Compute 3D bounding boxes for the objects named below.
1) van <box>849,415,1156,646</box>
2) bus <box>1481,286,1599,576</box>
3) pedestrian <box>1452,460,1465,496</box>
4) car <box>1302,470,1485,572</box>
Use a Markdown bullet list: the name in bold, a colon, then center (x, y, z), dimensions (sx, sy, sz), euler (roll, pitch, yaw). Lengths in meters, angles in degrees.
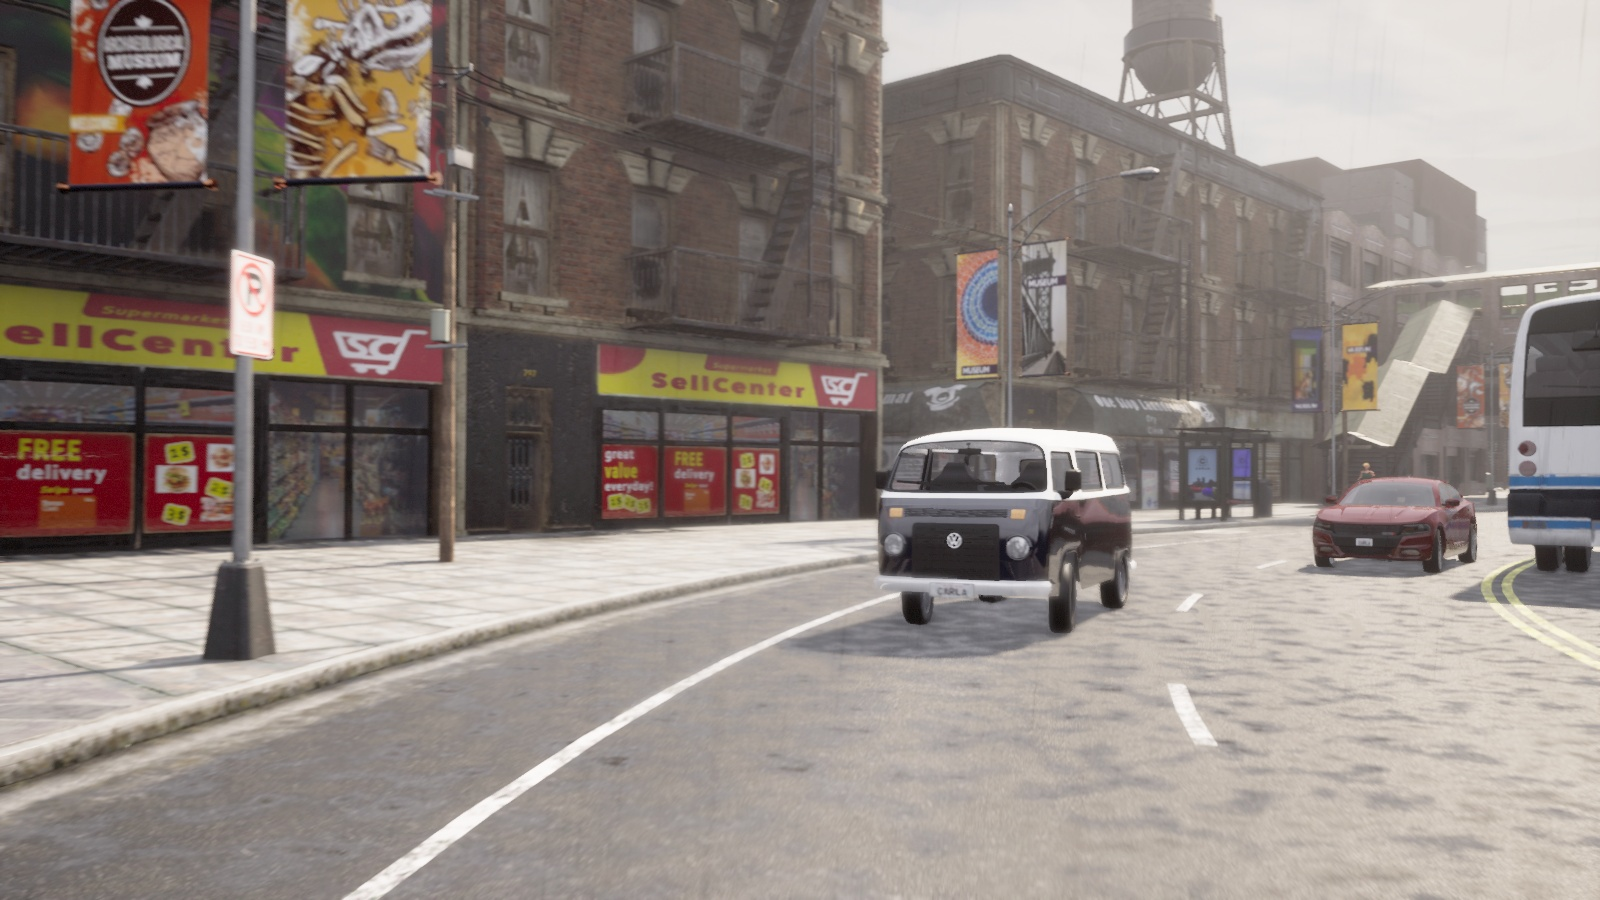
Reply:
- **van**: center (2.380, 0.759, 13.590), dimensions (2.069, 2.038, 4.480), euler (-1, -1, 26)
- **bus**: center (15.119, -0.231, 22.274), dimensions (3.944, 4.253, 10.273), euler (-1, -1, 36)
- **pedestrian**: center (34.390, 1.473, 65.559), dimensions (0.614, 1.847, 0.353), euler (1, -1, -37)
- **car**: center (10.323, 1.126, 21.624), dimensions (1.882, 1.535, 5.008), euler (-1, -1, 37)
